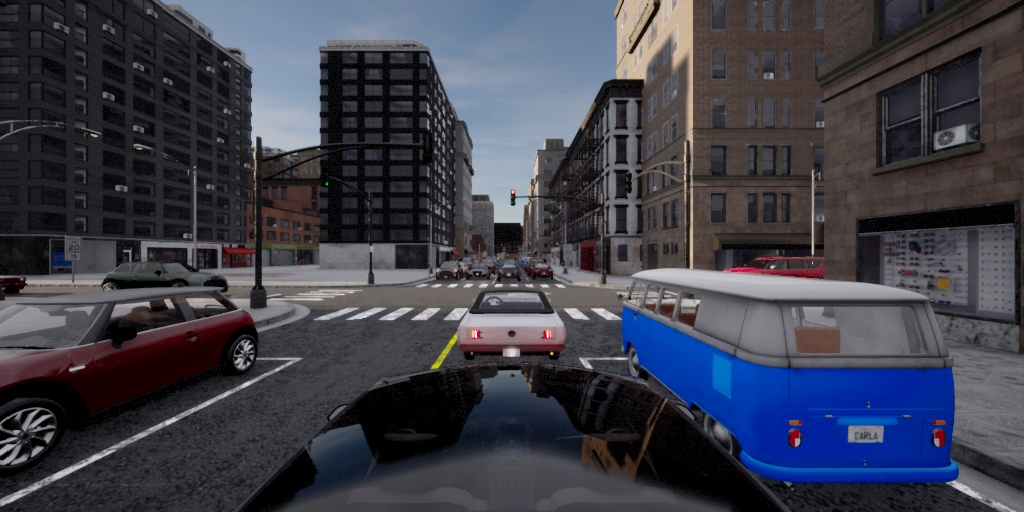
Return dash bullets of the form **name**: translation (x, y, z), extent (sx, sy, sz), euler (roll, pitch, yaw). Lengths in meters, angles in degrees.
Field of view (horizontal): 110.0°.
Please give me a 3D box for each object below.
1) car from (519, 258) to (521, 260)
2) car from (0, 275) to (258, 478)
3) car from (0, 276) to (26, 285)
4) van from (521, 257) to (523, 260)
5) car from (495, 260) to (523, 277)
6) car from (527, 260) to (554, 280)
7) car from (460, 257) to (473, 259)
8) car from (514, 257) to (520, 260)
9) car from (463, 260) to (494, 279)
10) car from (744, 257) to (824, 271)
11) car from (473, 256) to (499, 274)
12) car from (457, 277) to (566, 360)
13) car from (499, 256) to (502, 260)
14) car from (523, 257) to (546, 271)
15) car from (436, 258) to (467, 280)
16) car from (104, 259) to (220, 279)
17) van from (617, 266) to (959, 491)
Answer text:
- **car**: translation (2.574, 1.309, 58.451), extent (1.948, 1.339, 4.313), euler (0, 0, 0)
- **car**: translation (-5.389, 1.190, 4.514), extent (1.967, 1.591, 4.097), euler (0, 0, 0)
- **car**: translation (-25.960, 1.215, 16.716), extent (4.718, 1.301, 1.895), euler (0, 0, 0)
- **van**: translation (2.580, 1.086, 53.042), extent (1.690, 1.789, 3.998), euler (0, 0, 0)
- **car**: translation (-0.208, 1.274, 30.250), extent (1.812, 1.442, 4.674), euler (0, 0, 1)
- **car**: translation (2.605, 1.294, 31.403), extent (1.888, 1.381, 4.507), euler (0, 0, 0)
- **car**: translation (-5.432, 1.062, 42.213), extent (2.192, 1.841, 5.009), euler (0, 0, 0)
- **car**: translation (-0.067, 1.306, 61.622), extent (1.994, 1.385, 4.181), euler (0, 0, 0)
- **car**: translation (-2.883, 1.313, 31.569), extent (1.994, 1.385, 4.181), euler (0, 0, -1)
- **car**: translation (14.403, 1.054, 19.752), extent (5.566, 2.045, 2.150), euler (0, 0, 0)
- **car**: translation (-2.876, 1.100, 40.287), extent (2.097, 1.767, 4.553), euler (0, 0, 0)
- **car**: translation (-0.006, 1.351, 8.309), extent (1.895, 1.301, 4.718), euler (0, 0, 0)
- **car**: translation (-2.888, 1.097, 51.473), extent (2.097, 1.767, 4.553), euler (0, 0, 0)
- **car**: translation (2.599, 1.063, 36.812), extent (2.192, 1.841, 5.009), euler (0, 0, 0)
- **car**: translation (-5.420, 1.188, 31.394), extent (1.967, 1.591, 4.097), euler (0, 0, 0)
- **car**: translation (-16.005, 1.022, 16.731), extent (4.553, 1.767, 2.097), euler (0, 0, 0)
- **van**: translation (2.637, 1.091, 4.523), extent (1.690, 1.789, 3.998), euler (0, 0, 0)
